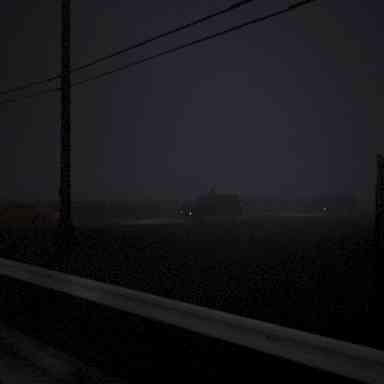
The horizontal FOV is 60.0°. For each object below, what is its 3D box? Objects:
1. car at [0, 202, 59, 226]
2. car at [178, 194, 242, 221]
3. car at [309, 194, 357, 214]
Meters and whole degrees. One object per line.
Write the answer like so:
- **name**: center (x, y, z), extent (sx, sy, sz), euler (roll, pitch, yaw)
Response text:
- **car**: center (-11.387, 1.426, 21.717), extent (5.008, 1.535, 1.882), euler (0, 0, -15)
- **car**: center (1.567, 1.188, 27.300), extent (5.566, 2.045, 2.150), euler (0, 0, -31)
- **car**: center (14.799, 1.203, 34.733), extent (5.566, 2.045, 2.150), euler (0, 0, -30)
